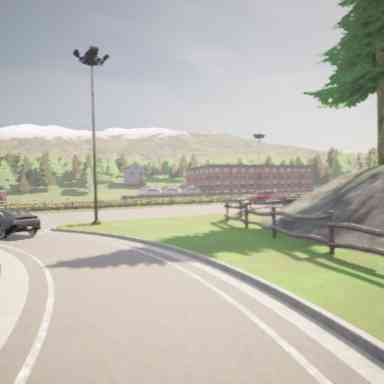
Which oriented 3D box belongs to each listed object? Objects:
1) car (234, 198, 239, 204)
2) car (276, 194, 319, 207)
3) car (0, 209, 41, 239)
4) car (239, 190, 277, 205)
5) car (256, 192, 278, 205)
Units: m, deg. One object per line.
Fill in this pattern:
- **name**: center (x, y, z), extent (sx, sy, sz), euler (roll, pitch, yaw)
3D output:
- **car**: center (8.896, 1.136, 52.684), extent (4.674, 1.442, 1.812), euler (-2, 0, -26)
- **car**: center (13.840, 1.088, 43.435), extent (4.718, 1.301, 1.895), euler (-2, 0, -26)
- **car**: center (-10.727, 1.760, 19.059), extent (4.902, 1.511, 2.128), euler (-2, 0, 32)
- **car**: center (10.405, 0.795, 49.536), extent (5.566, 2.045, 2.150), euler (-2, 0, -26)
- **car**: center (12.106, 1.078, 46.478), extent (5.357, 1.411, 2.033), euler (-2, 0, -26)
